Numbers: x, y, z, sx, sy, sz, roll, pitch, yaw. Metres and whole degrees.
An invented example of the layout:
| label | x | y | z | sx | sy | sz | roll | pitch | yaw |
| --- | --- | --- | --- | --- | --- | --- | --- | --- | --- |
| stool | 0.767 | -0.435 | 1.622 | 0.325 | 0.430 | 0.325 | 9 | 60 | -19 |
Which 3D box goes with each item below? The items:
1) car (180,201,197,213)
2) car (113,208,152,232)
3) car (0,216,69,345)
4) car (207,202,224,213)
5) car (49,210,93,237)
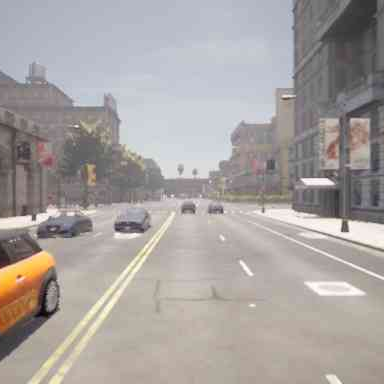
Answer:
| label | x | y | z | sx | sy | sz | roll | pitch | yaw |
| --- | --- | --- | --- | --- | --- | --- | --- | --- | --- |
| car | -0.460 | 1.967 | 43.306 | 1.837 | 1.490 | 4.892 | 0 | 0 | -1 |
| car | -3.789 | 1.784 | 22.136 | 2.033 | 1.411 | 5.357 | 0 | -1 | -1 |
| car | -3.627 | 1.403 | 4.588 | 2.097 | 1.767 | 4.553 | 0 | -1 | 0 |
| car | 3.042 | 2.004 | 42.969 | 2.033 | 1.411 | 5.357 | 0 | -1 | -1 |
| car | -7.225 | 1.772 | 19.278 | 1.994 | 1.385 | 4.181 | 0 | -1 | 0 |
